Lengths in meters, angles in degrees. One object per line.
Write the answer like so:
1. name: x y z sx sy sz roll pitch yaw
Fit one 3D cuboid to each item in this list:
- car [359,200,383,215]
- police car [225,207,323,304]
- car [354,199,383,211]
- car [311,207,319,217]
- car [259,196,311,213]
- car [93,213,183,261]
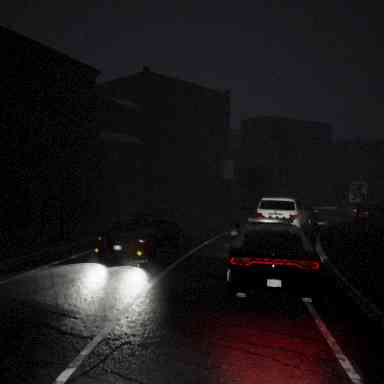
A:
1. car: 21.298 1.840 39.016 5.008 1.535 1.882 2 3 -33
2. police car: 1.983 1.426 8.466 1.930 1.638 5.238 1 0 11
3. car: 24.292 1.761 45.069 4.674 1.442 1.812 1 3 -30
4. car: 7.275 1.576 22.495 1.837 1.490 4.892 3 1 30
5. car: 4.778 1.253 17.416 2.150 2.045 5.566 2 0 23
6. car: -1.727 1.485 11.954 1.994 1.385 4.181 1 1 15
